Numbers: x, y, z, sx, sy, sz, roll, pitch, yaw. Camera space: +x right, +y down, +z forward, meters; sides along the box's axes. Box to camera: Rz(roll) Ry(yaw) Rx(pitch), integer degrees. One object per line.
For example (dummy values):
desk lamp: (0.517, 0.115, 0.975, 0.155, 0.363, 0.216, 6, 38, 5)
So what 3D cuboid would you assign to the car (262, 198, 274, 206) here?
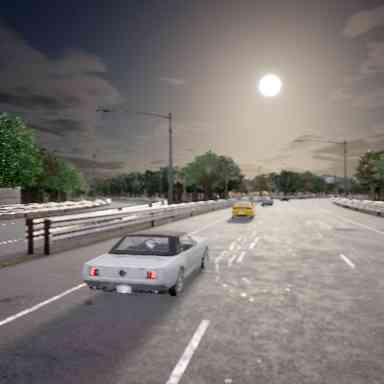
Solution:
car: (14.755, 1.939, 64.430, 1.994, 1.385, 4.181, -1, -1, 19)

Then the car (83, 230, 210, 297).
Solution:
car: (-0.819, 1.675, 8.855, 1.895, 1.301, 4.718, -1, 0, 14)

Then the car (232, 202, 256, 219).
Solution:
car: (5.014, 1.678, 31.890, 1.882, 1.535, 5.008, -1, 0, 15)
